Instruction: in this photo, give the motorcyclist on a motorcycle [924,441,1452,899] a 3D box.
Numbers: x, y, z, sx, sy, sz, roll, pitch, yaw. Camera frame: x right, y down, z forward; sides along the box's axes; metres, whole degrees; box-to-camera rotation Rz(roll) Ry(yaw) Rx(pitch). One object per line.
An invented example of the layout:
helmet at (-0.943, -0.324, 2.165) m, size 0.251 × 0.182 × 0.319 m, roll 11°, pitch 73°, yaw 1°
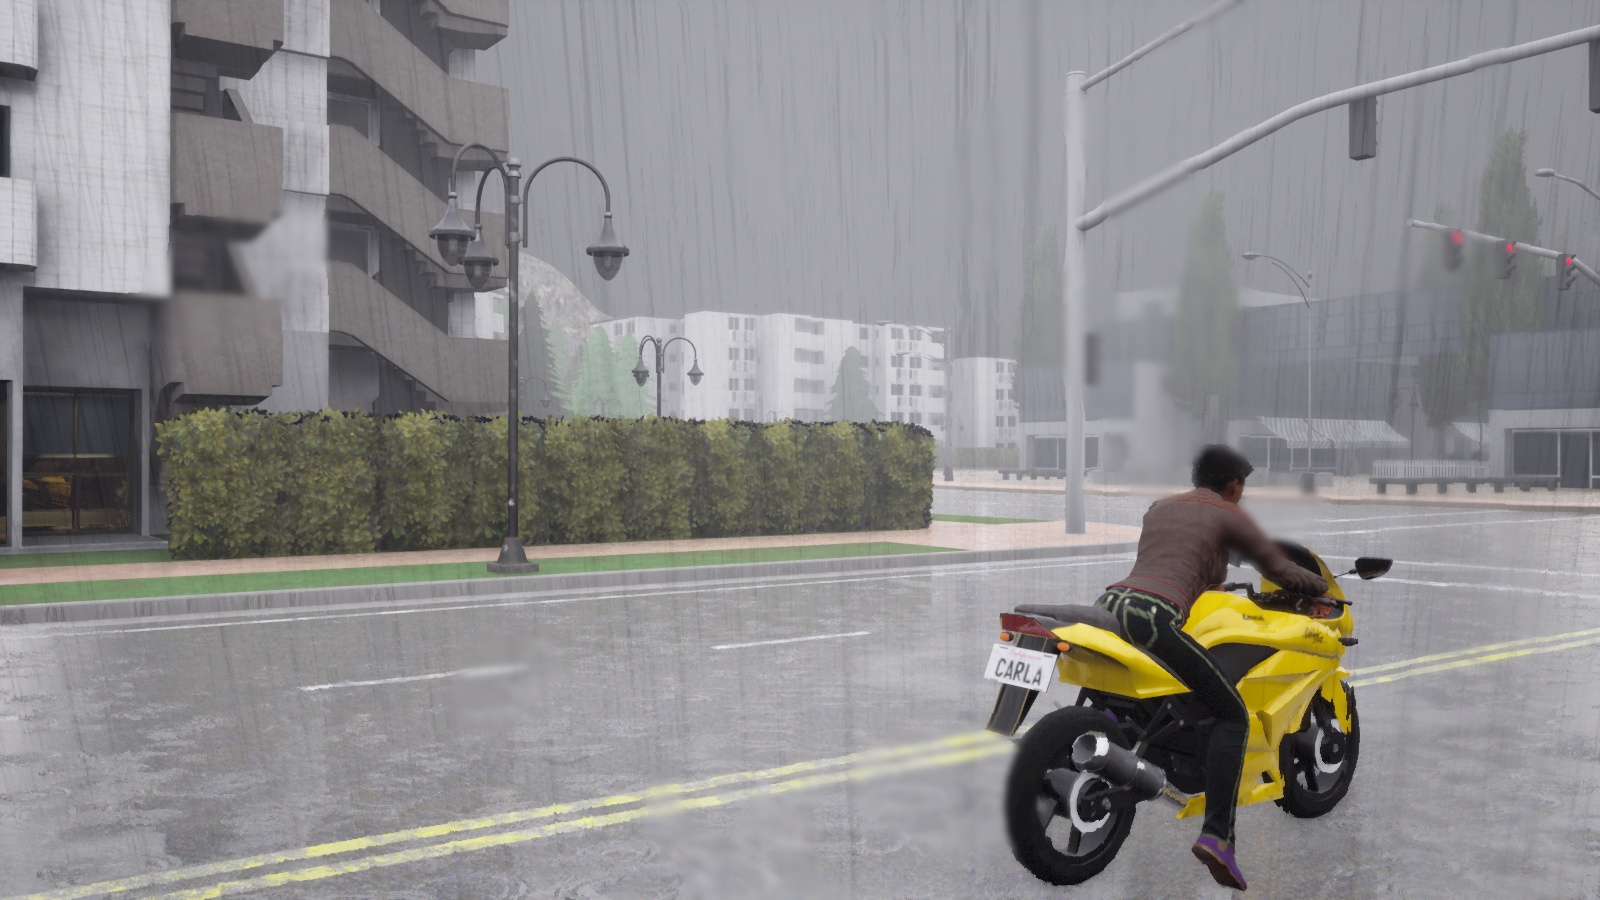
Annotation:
motorcyclist on a motorcycle at (1.507, 0.735, 4.703) m, size 2.044 × 1.523 × 0.797 m, roll 0°, pitch 0°, yaw -35°
